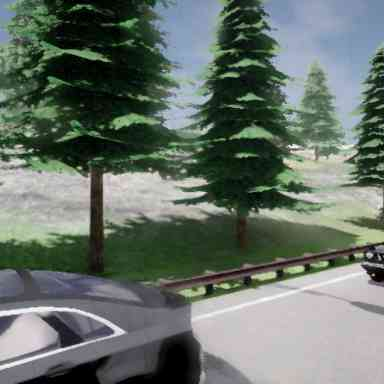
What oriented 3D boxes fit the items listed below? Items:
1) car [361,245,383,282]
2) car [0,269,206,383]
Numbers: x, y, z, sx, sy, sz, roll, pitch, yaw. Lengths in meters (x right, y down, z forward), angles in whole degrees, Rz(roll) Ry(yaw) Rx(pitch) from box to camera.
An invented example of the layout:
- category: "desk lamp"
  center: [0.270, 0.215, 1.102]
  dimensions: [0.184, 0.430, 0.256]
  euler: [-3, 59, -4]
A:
- category: "car"
  center: [6.338, 1.574, 8.457]
  dimensions: [4.718, 1.301, 1.895]
  euler: [0, 0, -35]
- category: "car"
  center: [-2.168, 1.479, 2.457]
  dimensions: [4.902, 1.511, 2.128]
  euler: [0, 0, -35]
